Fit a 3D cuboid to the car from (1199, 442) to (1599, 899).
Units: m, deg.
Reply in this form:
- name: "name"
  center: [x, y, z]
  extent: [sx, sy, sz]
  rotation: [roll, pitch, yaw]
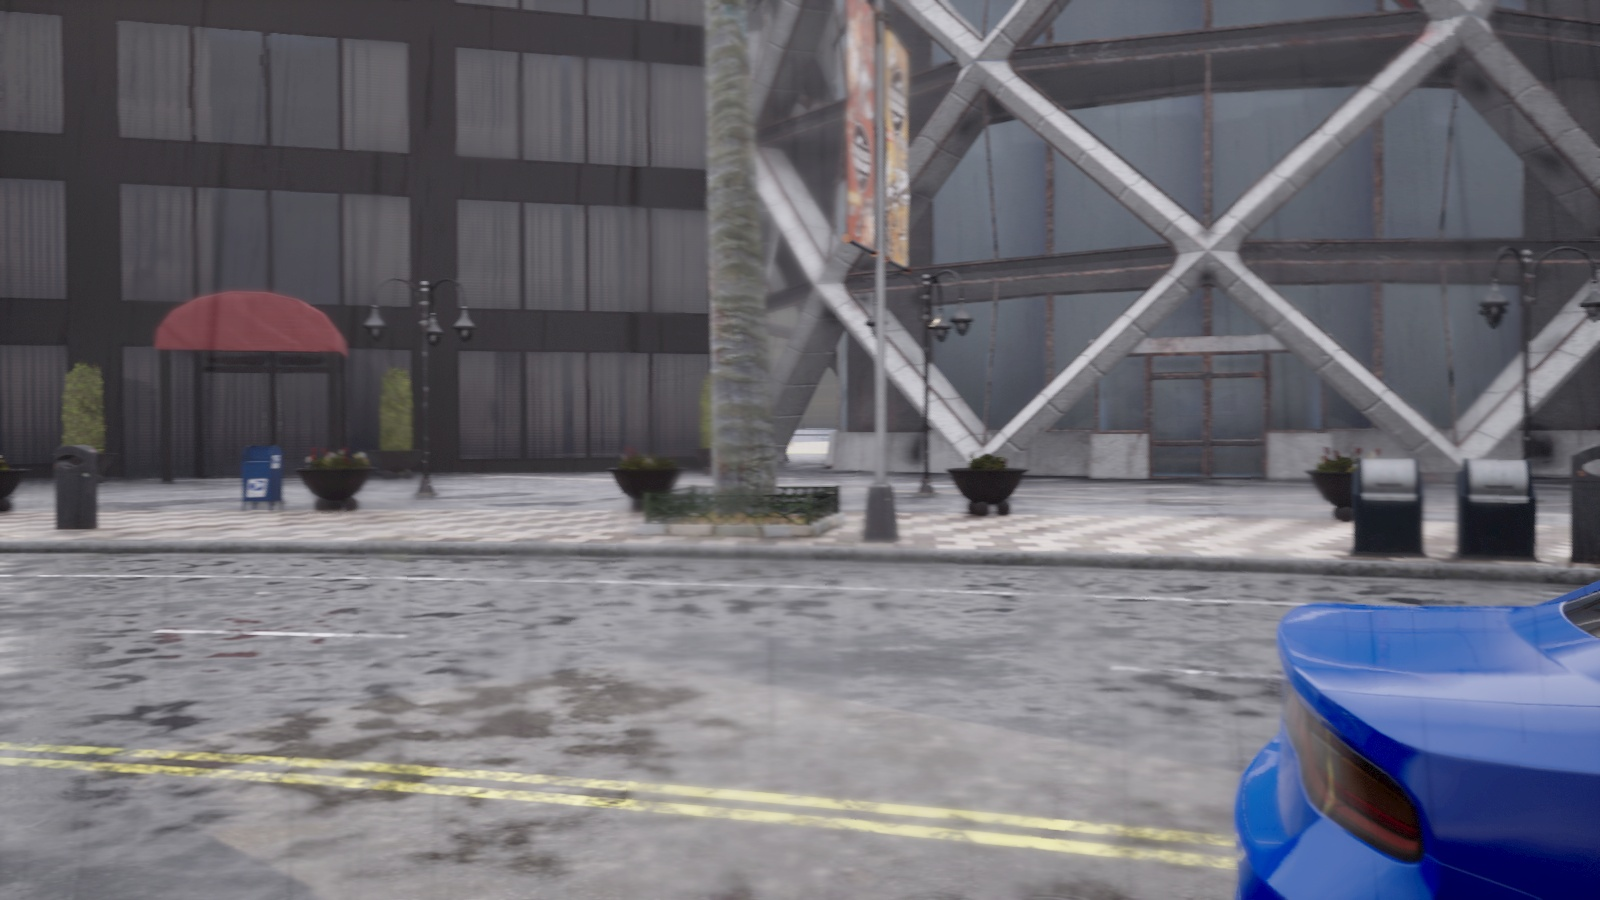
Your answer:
- name: "car"
  center: [3.314, 0.780, 1.946]
  extent: [5.008, 1.535, 1.882]
  rotation: [1, 1, 22]
